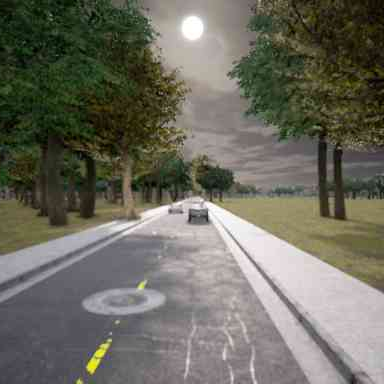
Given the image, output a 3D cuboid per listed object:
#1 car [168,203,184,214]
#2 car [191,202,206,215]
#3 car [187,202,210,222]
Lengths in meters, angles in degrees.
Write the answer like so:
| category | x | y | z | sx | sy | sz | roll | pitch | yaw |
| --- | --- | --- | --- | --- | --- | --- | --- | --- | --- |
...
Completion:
| category | x | y | z | sx | sy | sz | roll | pitch | yaw |
| --- | --- | --- | --- | --- | --- | --- | --- | --- | --- |
| car | -2.124 | 2.137 | 43.471 | 1.895 | 1.301 | 4.718 | 0 | -1 | 1 |
| car | 0.811 | 2.036 | 42.603 | 1.837 | 1.490 | 4.892 | 0 | 0 | 1 |
| car | 0.607 | 1.871 | 30.799 | 2.128 | 1.511 | 4.902 | 0 | -1 | 1 |
